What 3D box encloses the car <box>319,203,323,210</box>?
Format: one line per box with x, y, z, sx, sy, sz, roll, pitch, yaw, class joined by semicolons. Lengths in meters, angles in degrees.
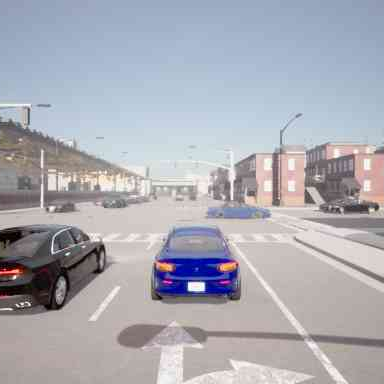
17.092;1.505;38.050;4.892;1.490;1.837;0;0;0;car

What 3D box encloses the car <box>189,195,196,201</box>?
0.153;1.500;81.609;1.837;1.490;4.892;0;0;0;car

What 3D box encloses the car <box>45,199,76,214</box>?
-14.033;1.491;35.756;2.128;1.511;4.902;0;0;0;car

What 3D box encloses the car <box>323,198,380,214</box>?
16.787;1.492;34.543;4.902;1.511;2.128;0;0;0;car

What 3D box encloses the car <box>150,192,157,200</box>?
-10.337;1.084;86.649;2.150;2.045;5.566;0;0;0;car

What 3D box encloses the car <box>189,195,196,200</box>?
0.173;1.478;91.935;1.882;1.535;5.008;0;0;0;car

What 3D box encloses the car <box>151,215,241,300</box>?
0.093;1.526;8.245;1.812;1.442;4.674;0;0;0;car

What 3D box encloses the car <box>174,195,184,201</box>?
-3.346;1.595;82.110;1.895;1.301;4.718;0;0;0;car

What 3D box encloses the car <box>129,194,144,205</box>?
-10.459;1.564;59.773;1.994;1.385;4.181;0;0;0;car

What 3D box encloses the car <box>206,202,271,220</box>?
3.878;1.547;27.994;5.357;1.411;2.033;0;0;13;car

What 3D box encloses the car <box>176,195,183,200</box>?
-3.327;1.524;92.156;1.812;1.442;4.674;0;0;0;car

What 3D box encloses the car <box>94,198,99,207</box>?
-13.989;1.526;52.348;1.812;1.442;4.674;0;0;0;car

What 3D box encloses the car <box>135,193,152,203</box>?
-10.367;1.478;71.084;1.882;1.535;5.008;0;0;0;car

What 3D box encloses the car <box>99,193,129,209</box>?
-10.516;1.222;45.482;2.150;2.045;5.566;0;0;0;car

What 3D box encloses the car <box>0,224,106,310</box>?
-3.414;1.505;7.788;1.837;1.490;4.892;0;0;0;car
